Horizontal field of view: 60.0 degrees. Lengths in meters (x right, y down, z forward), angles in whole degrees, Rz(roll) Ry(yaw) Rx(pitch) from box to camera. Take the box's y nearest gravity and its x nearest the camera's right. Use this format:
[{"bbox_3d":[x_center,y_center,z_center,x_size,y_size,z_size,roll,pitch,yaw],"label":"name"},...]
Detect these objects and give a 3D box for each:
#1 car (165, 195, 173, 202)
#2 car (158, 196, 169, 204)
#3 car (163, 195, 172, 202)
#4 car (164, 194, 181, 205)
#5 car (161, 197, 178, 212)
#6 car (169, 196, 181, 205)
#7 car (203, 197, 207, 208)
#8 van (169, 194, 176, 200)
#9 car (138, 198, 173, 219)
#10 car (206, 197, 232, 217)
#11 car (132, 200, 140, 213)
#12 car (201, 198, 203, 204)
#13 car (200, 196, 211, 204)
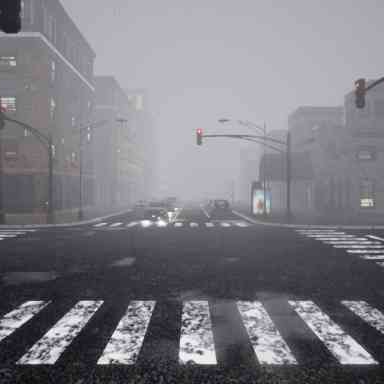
[{"bbox_3d":[-5.647,1.592,82.932,1.752,1.417,4.829,-1,0,0],"label":"car"},{"bbox_3d":[-5.657,1.565,65.843,1.752,1.417,4.829,0,0,0],"label":"car"},{"bbox_3d":[-5.652,1.497,77.405,1.967,1.590,4.097,0,0,0],"label":"car"},{"bbox_3d":[-3.062,1.526,49.683,1.837,1.490,4.892,0,0,0],"label":"car"},{"bbox_3d":[-3.080,1.576,39.280,1.994,1.385,4.181,0,0,-1],"label":"car"},{"bbox_3d":[-3.011,1.537,60.182,1.837,1.490,4.892,0,0,0],"label":"car"},{"bbox_3d":[2.710,1.597,43.233,1.802,1.307,4.206,0,0,0],"label":"car"},{"bbox_3d":[-5.642,1.430,94.496,1.690,1.788,3.998,-1,0,0],"label":"van"},{"bbox_3d":[-3.084,1.552,29.275,2.033,1.411,5.357,0,0,0],"label":"car"},{"bbox_3d":[2.703,1.446,31.839,1.967,1.590,4.097,0,0,0],"label":"car"},{"bbox_3d":[-5.674,1.561,37.529,2.008,1.369,4.403,0,0,0],"label":"car"},{"bbox_3d":[2.714,1.571,48.930,2.008,1.369,4.403,0,0,0],"label":"car"},{"bbox_3d":[2.724,1.591,66.020,2.008,1.369,4.403,-1,0,0],"label":"car"}]
